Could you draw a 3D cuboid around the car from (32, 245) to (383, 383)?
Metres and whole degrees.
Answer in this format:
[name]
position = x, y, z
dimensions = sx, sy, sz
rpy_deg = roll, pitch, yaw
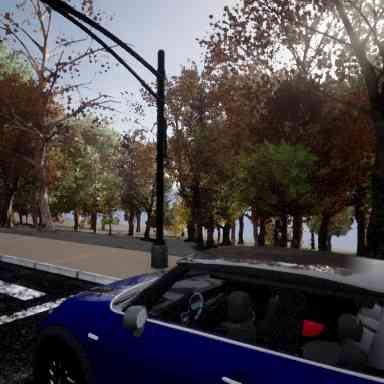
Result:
[car]
position = 0.432, 1.352, 3.349
dimensions = 4.553, 1.767, 2.097
rpy_deg = 0, 0, 34
